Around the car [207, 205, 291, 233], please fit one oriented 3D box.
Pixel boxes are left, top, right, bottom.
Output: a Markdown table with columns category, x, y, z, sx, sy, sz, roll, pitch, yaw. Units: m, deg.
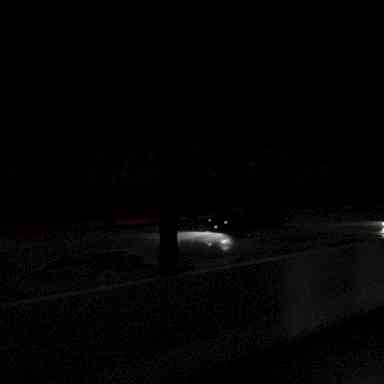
| category | x | y | z | sx | sy | sz | roll | pitch | yaw |
| --- | --- | --- | --- | --- | --- | --- | --- | --- | --- |
| car | 3.435 | 1.459 | 19.342 | 5.357 | 1.411 | 2.033 | 0 | 0 | -36 |
